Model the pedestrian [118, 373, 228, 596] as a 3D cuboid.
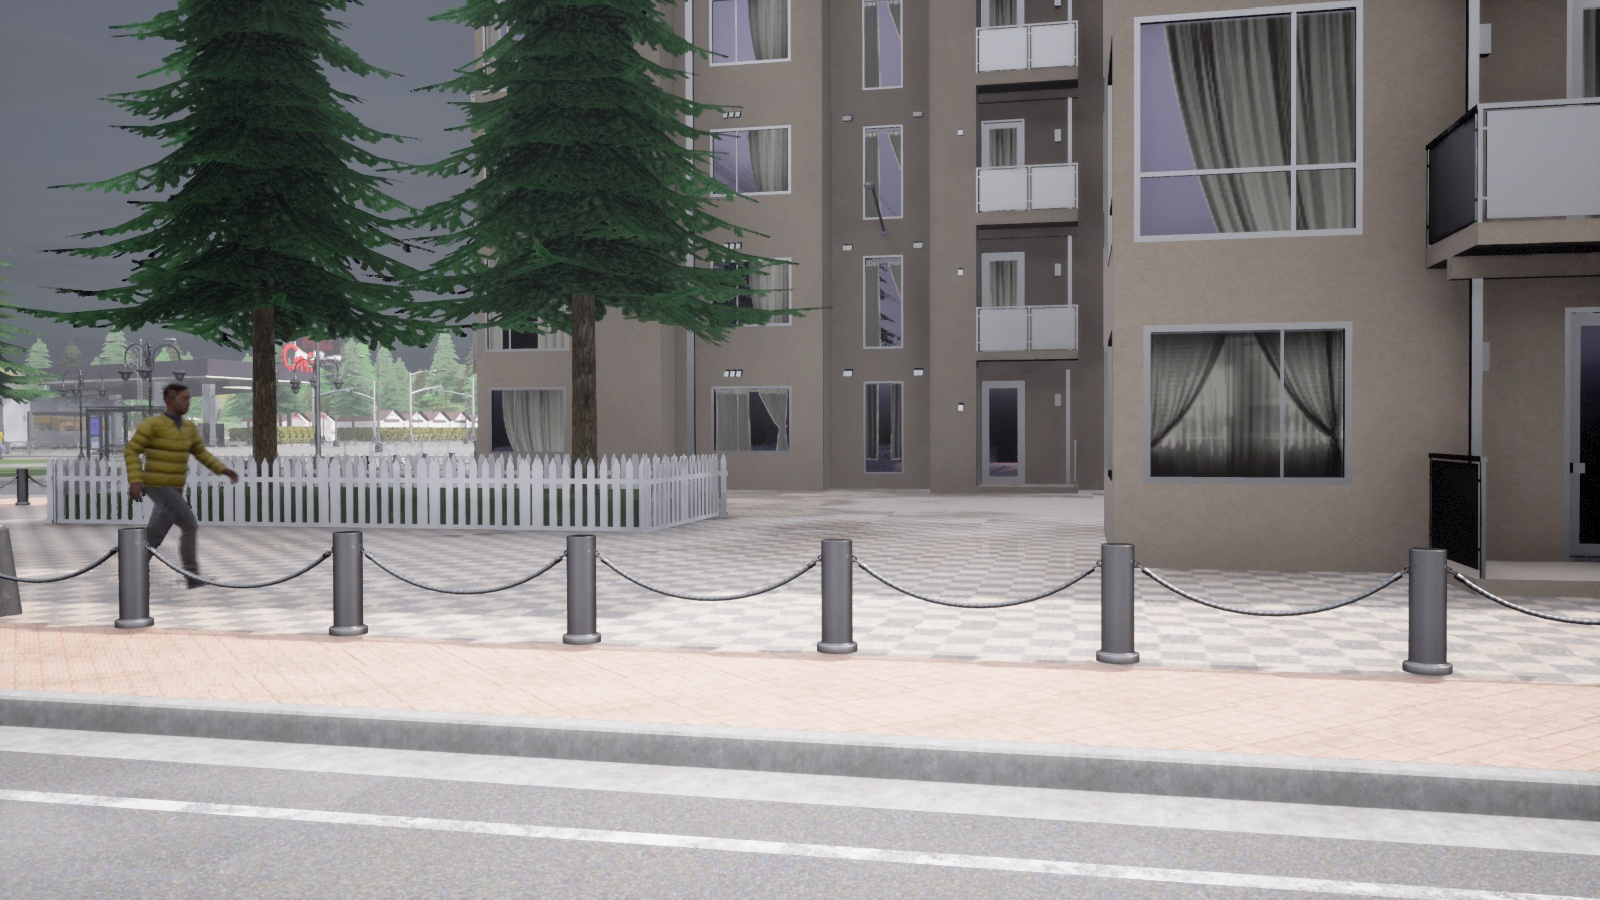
[{"bbox_3d":[-5.292,0.282,10.609,0.709,1.840,0.431,0,1,10],"label":"pedestrian"}]
